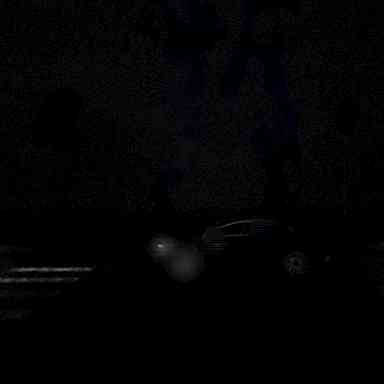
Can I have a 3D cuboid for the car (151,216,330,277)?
[{"bbox_3d":[1.312,1.451,9.500,4.902,1.511,2.128,-1,0,1],"label":"car"}]
